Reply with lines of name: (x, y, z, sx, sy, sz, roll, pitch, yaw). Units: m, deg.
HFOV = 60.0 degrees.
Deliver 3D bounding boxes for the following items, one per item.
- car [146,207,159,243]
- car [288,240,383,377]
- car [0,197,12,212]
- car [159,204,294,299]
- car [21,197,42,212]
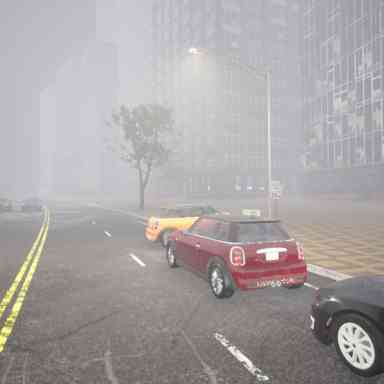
car: (0.333, 1.276, 14.494, 4.553, 1.767, 2.097, -3, 1, -18)
car: (3.607, 1.505, 3.406, 1.837, 1.490, 4.892, 0, 0, -36)
car: (-21.883, 1.390, 38.042, 2.097, 1.767, 4.553, 0, 0, -24)
car: (0.861, 1.355, 8.871, 2.097, 1.767, 4.553, 0, 0, -22)
car: (-18.917, 1.392, 39.371, 2.097, 1.767, 4.553, 0, 0, -24)
